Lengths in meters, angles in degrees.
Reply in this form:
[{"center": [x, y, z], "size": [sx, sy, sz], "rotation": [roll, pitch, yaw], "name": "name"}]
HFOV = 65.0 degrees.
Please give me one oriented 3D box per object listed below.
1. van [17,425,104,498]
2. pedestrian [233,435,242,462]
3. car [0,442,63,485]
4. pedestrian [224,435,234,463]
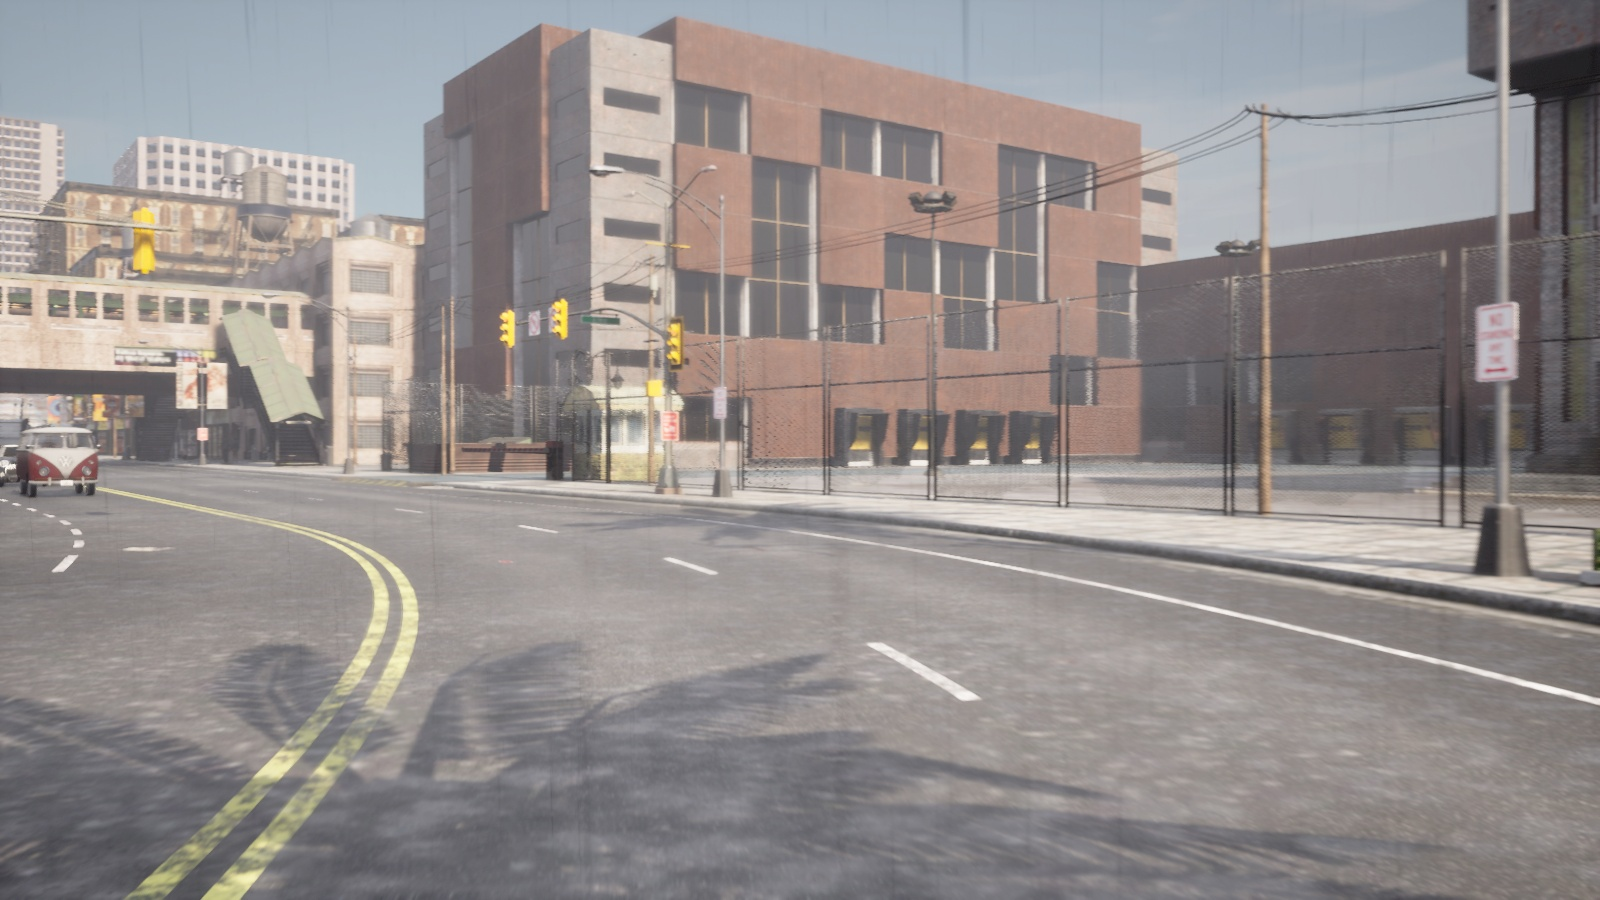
[{"center": [-21.665, 0.298, 36.719], "size": [1.775, 1.987, 4.442], "rotation": [0, 0, -36], "name": "van"}, {"center": [-40.230, -0.092, 89.855], "size": [0.423, 1.949, 0.788], "rotation": [0, 0, -37], "name": "pedestrian"}, {"center": [-27.954, 0.464, 45.336], "size": [1.970, 1.475, 3.806], "rotation": [0, 0, -36], "name": "car"}, {"center": [-37.883, -0.056, 83.260], "size": [0.540, 1.848, 0.694], "rotation": [0, 0, -29], "name": "pedestrian"}]
